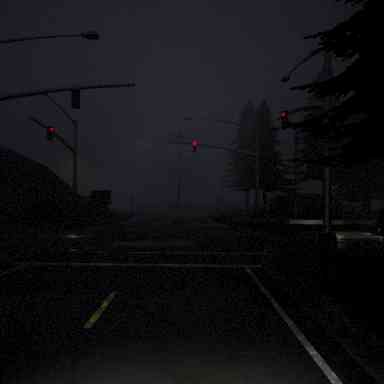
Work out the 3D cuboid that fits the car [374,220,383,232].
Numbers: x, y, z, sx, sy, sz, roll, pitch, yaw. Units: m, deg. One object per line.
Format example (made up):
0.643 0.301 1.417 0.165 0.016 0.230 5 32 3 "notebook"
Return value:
14.214 1.864 21.230 4.553 1.767 2.097 0 -1 0 "car"
